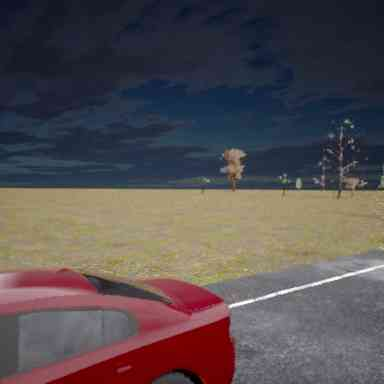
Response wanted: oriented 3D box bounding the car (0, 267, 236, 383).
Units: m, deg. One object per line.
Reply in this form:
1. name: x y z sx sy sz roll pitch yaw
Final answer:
1. car: -1.889 1.477 2.645 5.008 1.535 1.882 0 0 -36
